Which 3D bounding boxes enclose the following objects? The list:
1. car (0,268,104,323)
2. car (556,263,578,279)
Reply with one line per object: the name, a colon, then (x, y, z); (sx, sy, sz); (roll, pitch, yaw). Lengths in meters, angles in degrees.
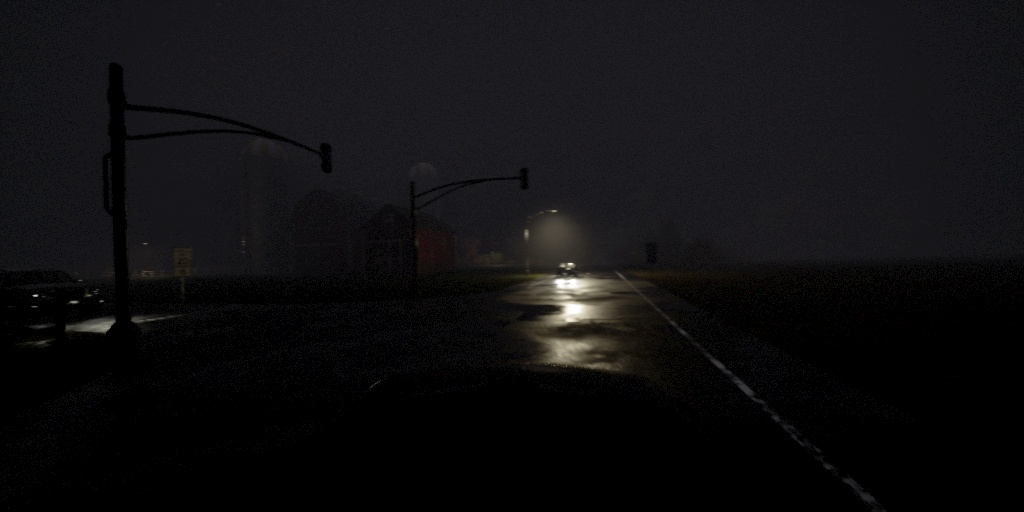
car: (-19.987, 1.534, 14.827); (5.566, 2.045, 2.150); (-1, 0, 14)
car: (5.599, 1.444, 36.223); (2.128, 1.511, 4.902); (-2, -1, 14)
